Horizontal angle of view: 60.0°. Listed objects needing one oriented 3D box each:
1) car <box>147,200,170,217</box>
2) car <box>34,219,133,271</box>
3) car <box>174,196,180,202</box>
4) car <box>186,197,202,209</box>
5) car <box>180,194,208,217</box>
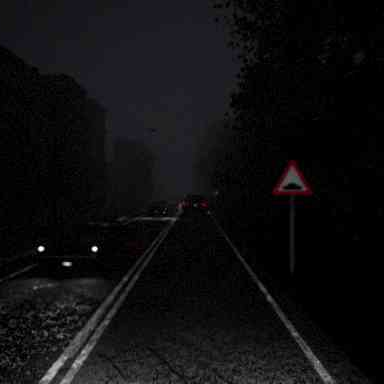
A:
[{"bbox_3d":[-3.082,1.501,31.423,1.837,1.490,4.892,0,0,1],"label":"car"},{"bbox_3d":[-3.305,1.603,11.037,1.895,1.301,4.718,0,0,0],"label":"car"},{"bbox_3d":[-2.867,1.457,70.684,1.895,1.301,4.718,0,0,0],"label":"car"},{"bbox_3d":[0.314,1.468,44.317,2.033,1.411,5.357,0,-2,1],"label":"car"},{"bbox_3d":[0.304,1.221,31.137,2.150,2.045,5.566,0,1,0],"label":"car"}]
